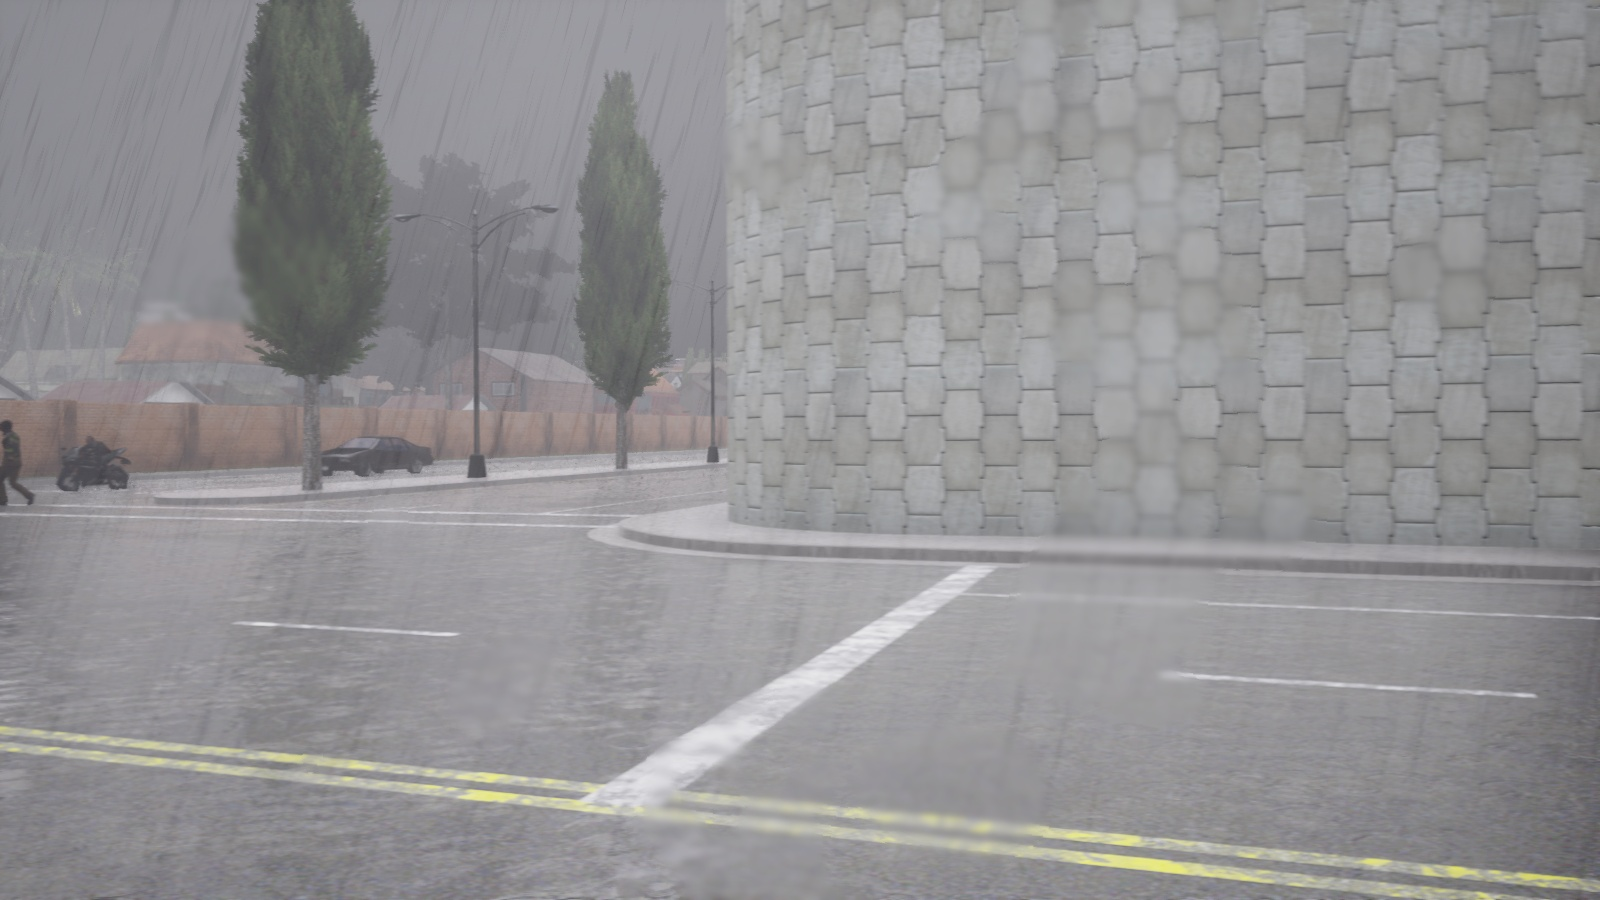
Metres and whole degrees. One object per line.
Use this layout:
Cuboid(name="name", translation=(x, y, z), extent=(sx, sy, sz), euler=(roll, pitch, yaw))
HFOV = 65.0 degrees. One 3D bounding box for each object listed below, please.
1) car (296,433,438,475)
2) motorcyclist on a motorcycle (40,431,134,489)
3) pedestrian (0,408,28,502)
Cuboid(name="car", translation=(-15.544, 0.088, 45.428), extent=(2.033, 1.411, 5.357), euler=(1, 1, 18))
Cuboid(name="motorcyclist on a motorcycle", translation=(-19.261, 0.245, 33.985), extent=(0.866, 1.530, 2.191), euler=(1, 1, 18))
Cuboid(name="pedestrian", translation=(-16.337, 0.097, 25.806), extent=(0.692, 1.930, 0.395), euler=(0, 1, -3))
